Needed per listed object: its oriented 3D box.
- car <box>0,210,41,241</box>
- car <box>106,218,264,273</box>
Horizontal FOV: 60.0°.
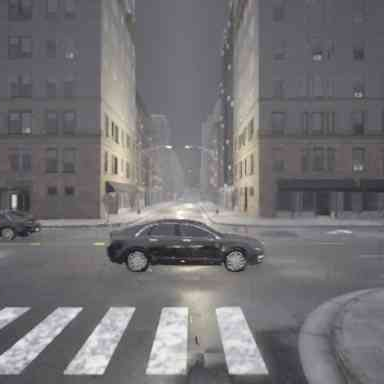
[{"bbox_3d":[-10.427,1.698,17.227,4.892,1.490,1.837,0,-1,0],"label":"car"},{"bbox_3d":[-0.202,1.620,10.534,4.892,1.490,1.837,0,-1,0],"label":"car"}]
